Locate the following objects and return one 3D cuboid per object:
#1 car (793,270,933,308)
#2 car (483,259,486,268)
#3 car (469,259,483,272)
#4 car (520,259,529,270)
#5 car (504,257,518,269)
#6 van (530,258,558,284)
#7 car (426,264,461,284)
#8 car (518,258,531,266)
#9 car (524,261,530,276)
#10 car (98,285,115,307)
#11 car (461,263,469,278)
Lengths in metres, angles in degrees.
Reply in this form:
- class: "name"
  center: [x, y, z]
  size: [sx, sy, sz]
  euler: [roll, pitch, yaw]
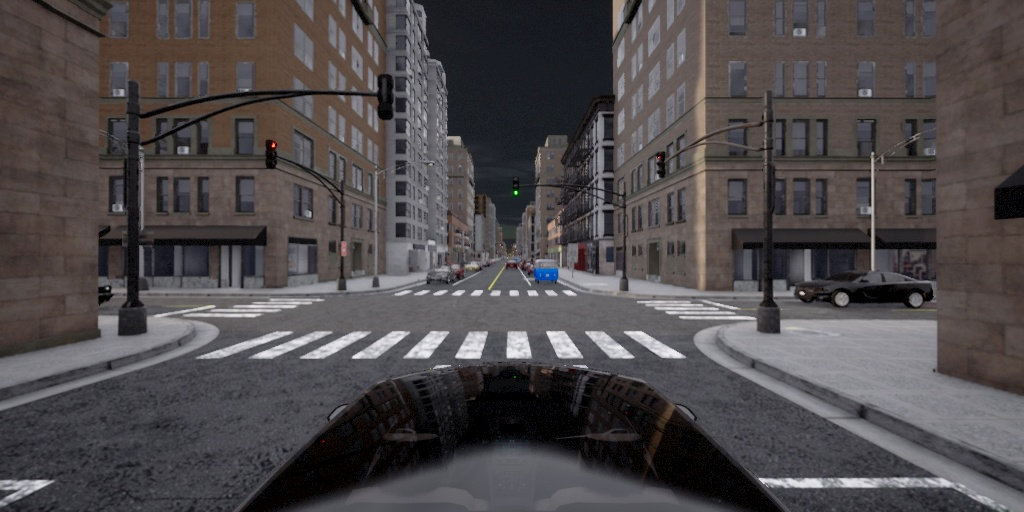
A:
- class: "car"
  center: [15.186, 1.377, 15.680]
  size: [5.008, 1.535, 1.882]
  euler: [0, 0, 0]
- class: "car"
  center: [-5.533, 1.497, 56.186]
  size: [1.948, 1.339, 4.313]
  euler: [0, 0, 0]
- class: "car"
  center: [-5.517, 1.441, 50.334]
  size: [1.751, 1.417, 4.829]
  euler: [0, 0, 0]
- class: "car"
  center: [2.507, 1.498, 50.531]
  size: [1.802, 1.307, 4.207]
  euler: [0, 0, 0]
- class: "car"
  center: [-0.054, 1.420, 59.968]
  size: [1.882, 1.535, 5.008]
  euler: [0, 0, 0]
- class: "van"
  center: [2.568, 1.181, 27.806]
  size: [1.690, 1.789, 3.998]
  euler: [0, 0, 0]
- class: "car"
  center: [-5.457, 1.391, 27.776]
  size: [2.007, 1.370, 4.403]
  euler: [0, 0, 0]
- class: "car"
  center: [2.492, 1.246, 56.213]
  size: [2.192, 1.841, 5.009]
  euler: [0, 0, 0]
- class: "car"
  center: [2.538, 1.462, 39.168]
  size: [1.802, 1.307, 4.207]
  euler: [0, 0, 0]
- class: "car"
  center: [-17.232, 1.293, 12.598]
  size: [4.718, 1.301, 1.895]
  euler: [0, 0, -2]
- class: "car"
  center: [-5.472, 1.405, 33.458]
  size: [1.888, 1.381, 4.507]
  euler: [0, 0, 0]
